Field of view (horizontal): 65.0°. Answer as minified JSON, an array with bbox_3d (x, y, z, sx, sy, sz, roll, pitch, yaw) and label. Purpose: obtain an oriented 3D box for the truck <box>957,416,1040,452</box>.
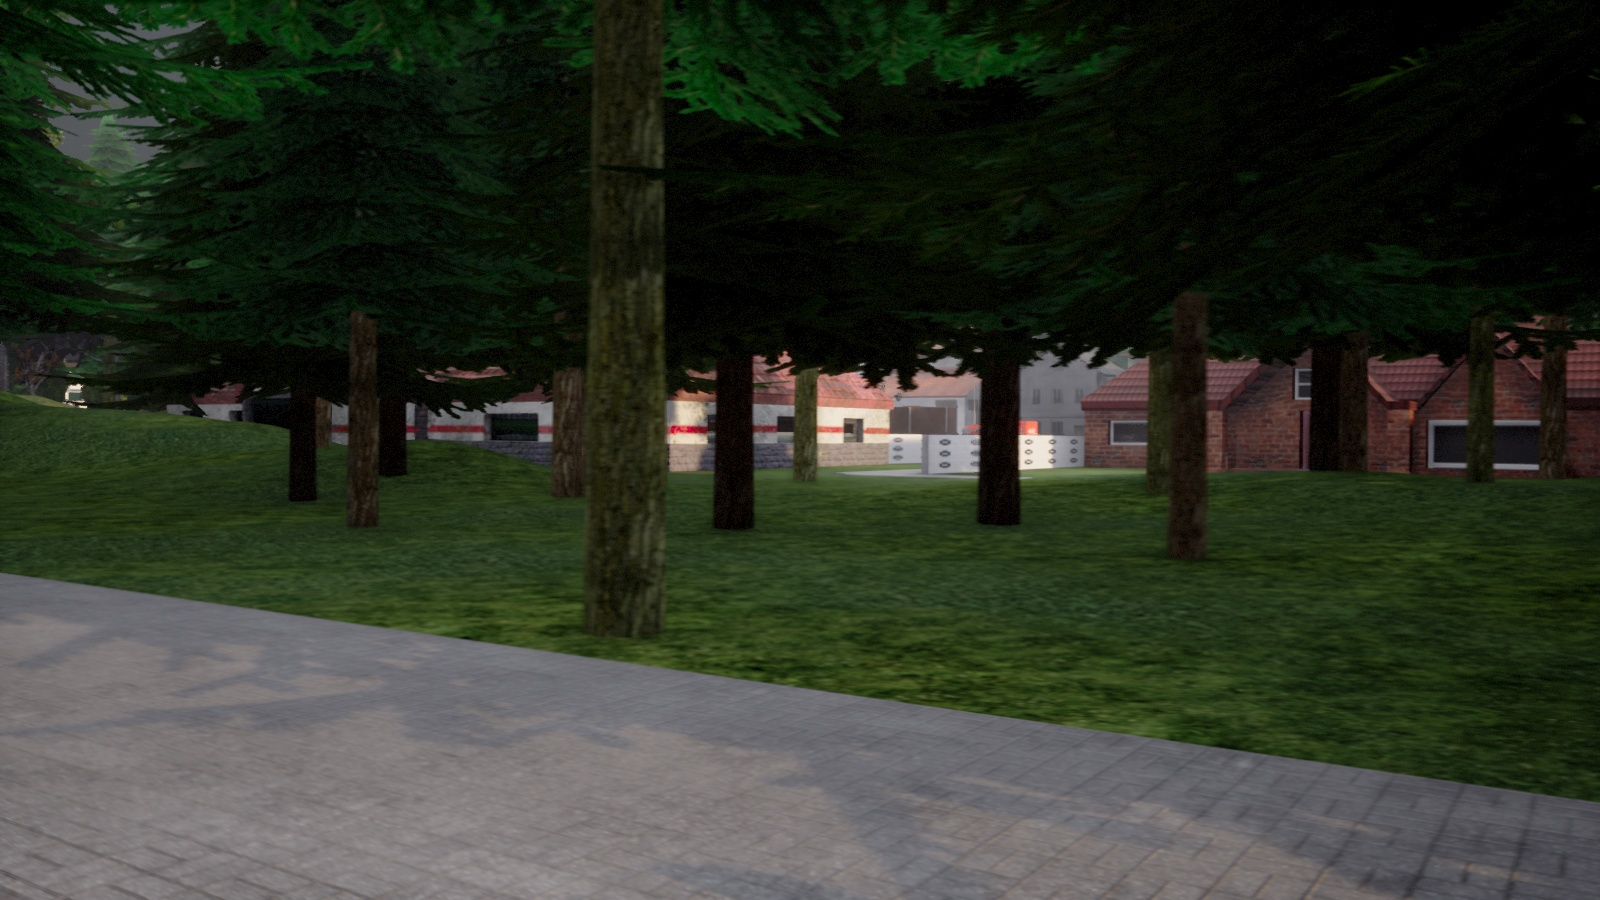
[{"bbox_3d":[14.009,-1.093,88.746,5.204,2.467,2.627,0,1,34],"label":"truck"}]
